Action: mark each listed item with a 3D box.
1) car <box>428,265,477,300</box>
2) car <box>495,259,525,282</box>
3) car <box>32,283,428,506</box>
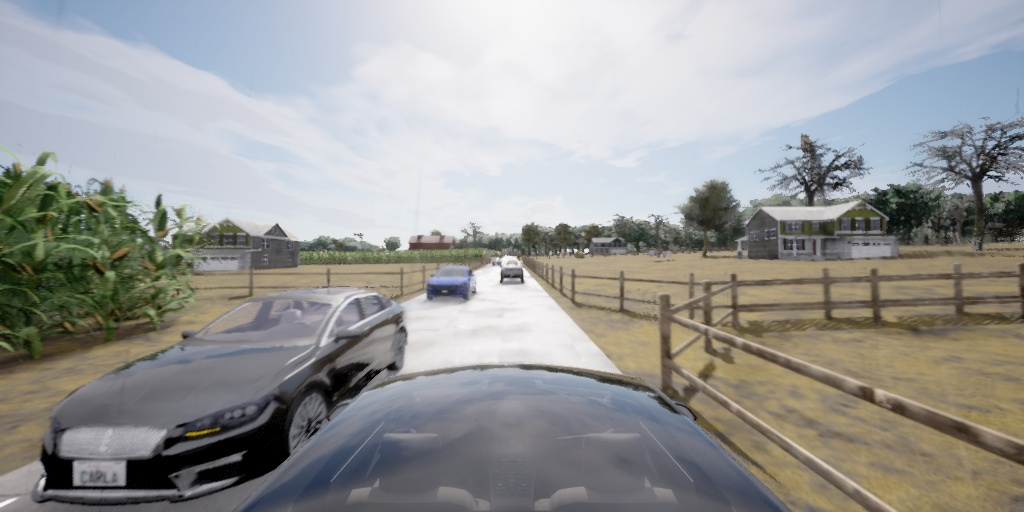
[{"bbox_3d":[-2.840,1.225,17.730,1.882,1.535,5.008,0,0,0],"label":"car"},{"bbox_3d":[0.014,1.226,28.654,2.128,1.511,4.902,0,0,0],"label":"car"},{"bbox_3d":[-2.851,1.243,4.929,2.128,1.511,4.902,0,0,0],"label":"car"}]
